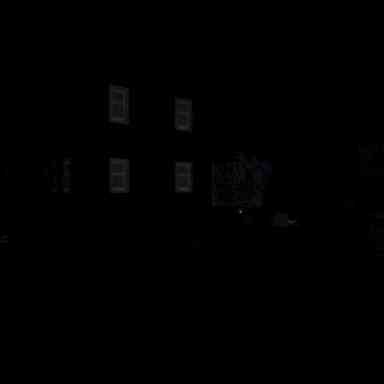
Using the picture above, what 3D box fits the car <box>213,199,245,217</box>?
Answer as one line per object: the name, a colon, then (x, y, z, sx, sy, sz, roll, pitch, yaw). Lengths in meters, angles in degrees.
car: (2.623, 1.383, 29.528, 2.128, 1.511, 4.902, 0, 0, -35)
